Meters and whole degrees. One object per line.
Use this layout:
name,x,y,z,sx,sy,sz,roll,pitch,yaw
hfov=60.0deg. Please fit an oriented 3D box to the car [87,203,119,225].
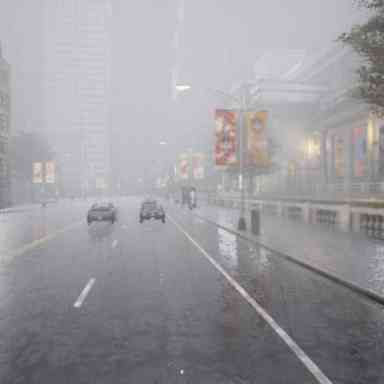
car,-6.423,1.518,24.327,2.128,1.511,4.902,0,0,-8

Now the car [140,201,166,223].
car,-3.115,1.608,25.980,1.895,1.301,4.718,0,0,-8

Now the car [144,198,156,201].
car,-5.181,1.516,40.812,1.837,1.490,4.892,0,0,-8
